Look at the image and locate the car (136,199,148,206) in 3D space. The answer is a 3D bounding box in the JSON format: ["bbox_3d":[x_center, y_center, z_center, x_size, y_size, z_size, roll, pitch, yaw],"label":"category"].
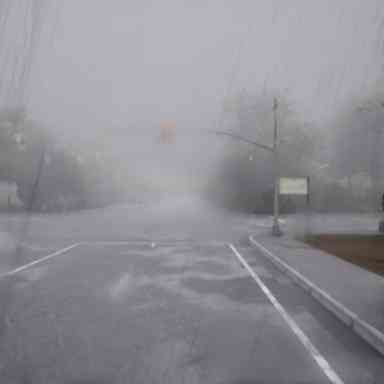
[{"bbox_3d":[-10.526,2.237,70.680,2.033,1.411,5.357,0,-1,0],"label":"car"}]

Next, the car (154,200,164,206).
[{"bbox_3d":[-7.026,2.292,70.650,1.895,1.301,4.718,0,-1,0],"label":"car"}]
